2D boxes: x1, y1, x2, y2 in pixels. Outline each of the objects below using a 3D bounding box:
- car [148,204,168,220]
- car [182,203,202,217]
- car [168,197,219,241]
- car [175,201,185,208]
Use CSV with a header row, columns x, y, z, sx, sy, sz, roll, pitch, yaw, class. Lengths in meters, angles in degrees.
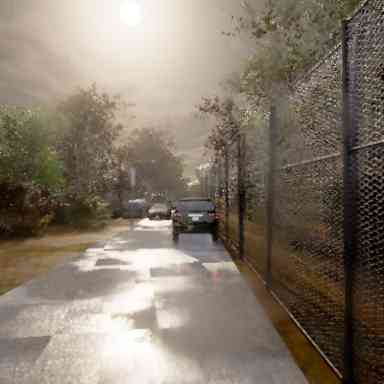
x,y,z,sx,sy,sz,roll,pitch,yaw,class
-2.915,1.776,30.761,2.033,1.411,5.357,0,-1,0,car
0.012,1.864,35.218,1.994,1.385,4.181,0,-1,0,car
0.132,1.286,17.271,2.150,2.045,5.566,0,0,-1,car
-2.607,2.717,72.036,1.837,1.490,4.892,0,-2,2,car
